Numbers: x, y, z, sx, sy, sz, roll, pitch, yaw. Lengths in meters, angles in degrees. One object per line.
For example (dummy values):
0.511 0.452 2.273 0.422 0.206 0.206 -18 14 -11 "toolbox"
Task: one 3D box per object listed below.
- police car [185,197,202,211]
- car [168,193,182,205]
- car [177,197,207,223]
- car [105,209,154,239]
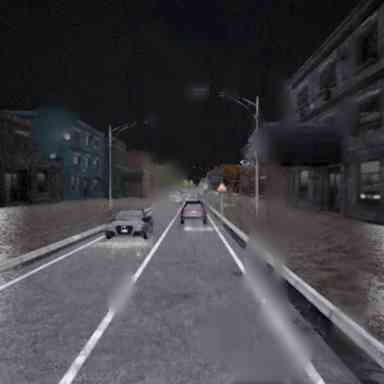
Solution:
0.130 1.491 42.536 2.038 1.542 4.974 0 0 0 "police car"
-2.992 1.134 58.932 2.150 2.045 5.566 0 0 1 "car"
0.118 1.450 25.494 2.033 1.649 4.856 0 0 0 "car"
-3.088 1.584 17.178 1.994 1.385 4.181 0 0 0 "car"
